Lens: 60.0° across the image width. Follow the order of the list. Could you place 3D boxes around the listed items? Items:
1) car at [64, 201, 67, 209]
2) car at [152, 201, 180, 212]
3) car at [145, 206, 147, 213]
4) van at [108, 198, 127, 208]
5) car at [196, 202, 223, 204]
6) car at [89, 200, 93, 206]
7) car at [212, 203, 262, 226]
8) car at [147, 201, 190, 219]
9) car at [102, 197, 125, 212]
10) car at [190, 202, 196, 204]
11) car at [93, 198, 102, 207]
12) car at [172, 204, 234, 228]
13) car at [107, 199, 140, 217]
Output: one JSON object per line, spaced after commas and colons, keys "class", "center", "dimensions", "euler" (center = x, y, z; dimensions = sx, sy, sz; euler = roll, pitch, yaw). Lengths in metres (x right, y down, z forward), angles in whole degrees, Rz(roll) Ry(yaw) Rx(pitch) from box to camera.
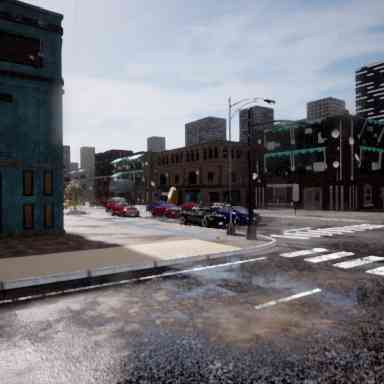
{"class": "car", "center": [-23.167, 2.232, 58.380], "dimensions": [1.752, 1.417, 4.829], "euler": [-1, 0, -35]}
{"class": "car", "center": [-3.607, 1.965, 45.330], "dimensions": [1.802, 1.307, 4.206], "euler": [-2, 0, -35]}
{"class": "car", "center": [-4.234, 1.906, 41.777], "dimensions": [1.812, 1.442, 4.674], "euler": [-1, 0, -35]}
{"class": "van", "center": [-13.234, 1.906, 58.864], "dimensions": [1.690, 1.788, 3.998], "euler": [-1, 0, -35]}
{"class": "car", "center": [2.805, 1.808, 36.307], "dimensions": [2.008, 1.369, 4.403], "euler": [-2, 0, -35]}
{"class": "car", "center": [-19.643, 2.227, 67.887], "dimensions": [1.887, 1.381, 4.507], "euler": [-1, 0, -35]}
{"class": "car", "center": [3.333, 1.776, 25.584], "dimensions": [1.994, 1.385, 4.181], "euler": [-1, 0, -36]}
{"class": "car", "center": [-2.432, 1.890, 33.696], "dimensions": [1.994, 1.385, 4.181], "euler": [-1, 0, -36]}
{"class": "car", "center": [-9.725, 1.822, 43.981], "dimensions": [2.097, 1.767, 4.553], "euler": [-1, 0, -35]}
{"class": "car", "center": [-0.401, 1.903, 40.819], "dimensions": [1.802, 1.307, 4.206], "euler": [-2, 0, -35]}
{"class": "car", "center": [-16.442, 1.939, 63.375], "dimensions": [2.192, 1.841, 5.009], "euler": [-1, 0, -35]}
{"class": "car", "center": [0.711, 1.814, 24.581], "dimensions": [1.947, 1.339, 4.313], "euler": [-2, 0, -35]}
{"class": "car", "center": [-7.233, 1.846, 35.961], "dimensions": [1.967, 1.590, 4.097], "euler": [-1, 0, -35]}
